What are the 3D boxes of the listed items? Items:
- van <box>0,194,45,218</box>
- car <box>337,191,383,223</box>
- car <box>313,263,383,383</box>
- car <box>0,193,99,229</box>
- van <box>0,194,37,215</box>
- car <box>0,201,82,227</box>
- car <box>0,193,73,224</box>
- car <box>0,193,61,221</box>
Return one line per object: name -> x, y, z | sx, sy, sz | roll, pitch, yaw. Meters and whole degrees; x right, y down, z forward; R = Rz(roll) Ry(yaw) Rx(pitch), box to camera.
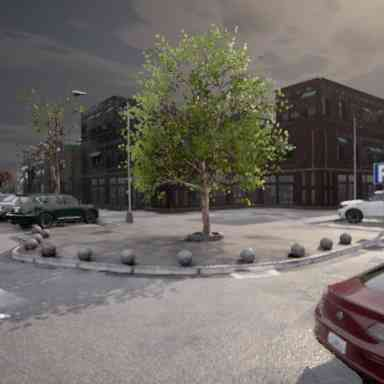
van -> -15.954, 1.167, 30.294 | 1.878, 1.987, 4.442 | 0, 0, 31
car -> 12.066, 0.904, 20.609 | 5.566, 2.045, 2.435 | -1, 0, 32
car -> 3.860, 1.460, 4.135 | 4.674, 1.442, 1.812 | -1, 2, -11
car -> -8.516, 1.134, 21.054 | 2.435, 2.045, 5.566 | 0, 0, 31
van -> -17.825, 1.169, 32.585 | 1.878, 1.987, 4.442 | 0, 0, 31
car -> -10.391, 1.416, 23.289 | 2.163, 1.488, 4.792 | 0, 0, 31
car -> -12.274, 1.138, 25.581 | 2.435, 2.045, 5.566 | 0, 0, 31
car -> -14.146, 1.140, 27.874 | 2.435, 2.045, 5.566 | 0, 0, 31
